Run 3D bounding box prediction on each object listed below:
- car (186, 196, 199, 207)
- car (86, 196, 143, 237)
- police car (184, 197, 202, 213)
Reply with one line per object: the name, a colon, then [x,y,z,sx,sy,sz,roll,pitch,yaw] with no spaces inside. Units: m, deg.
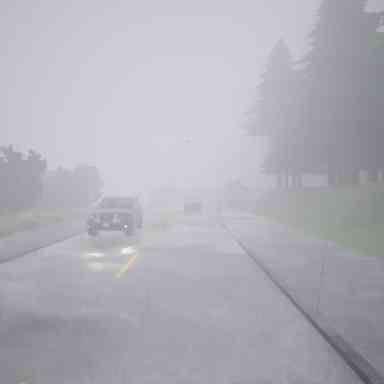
car: [0.132,1.539,54.679,1.882,1.535,5.008,0,0,2]
car: [-4.083,1.245,18.583,2.150,2.045,5.566,0,0,0]
police car: [0.115,1.467,37.317,1.930,1.638,5.238,0,0,0]
